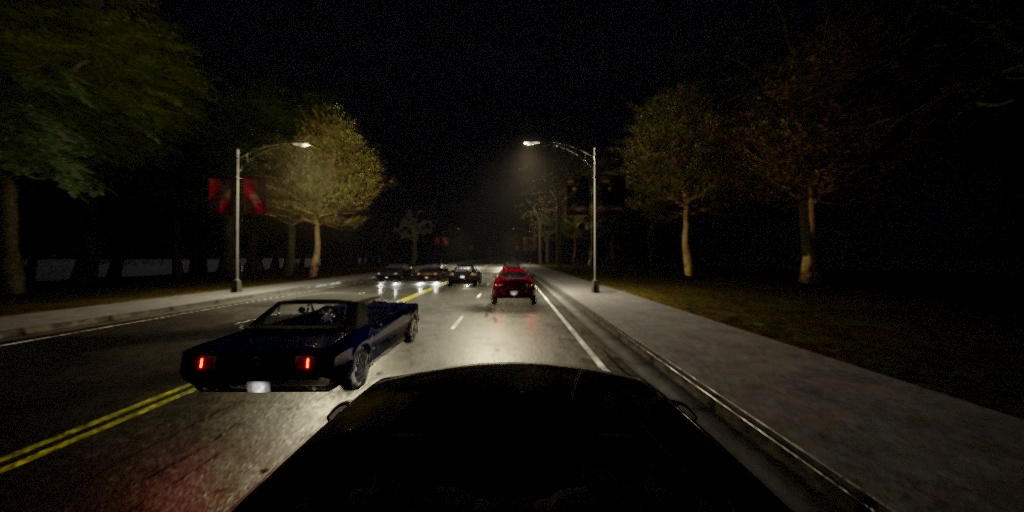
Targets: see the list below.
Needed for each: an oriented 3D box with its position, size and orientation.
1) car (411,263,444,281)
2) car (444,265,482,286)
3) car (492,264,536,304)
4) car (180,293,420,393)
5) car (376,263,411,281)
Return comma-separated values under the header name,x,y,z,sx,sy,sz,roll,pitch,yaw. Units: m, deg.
name,x,y,z,sx,sy,sz,roll,pitch,yaw
car,-6.666,1.312,30.648,2.033,1.411,5.357,0,0,0
car,-3.217,1.323,25.152,1.994,1.385,4.181,0,0,0
car,0.071,1.278,16.382,1.812,1.442,4.674,0,0,0
car,-3.156,1.350,6.693,1.895,1.301,4.718,0,0,0
car,-9.916,1.313,31.003,2.033,1.411,5.357,0,0,0
